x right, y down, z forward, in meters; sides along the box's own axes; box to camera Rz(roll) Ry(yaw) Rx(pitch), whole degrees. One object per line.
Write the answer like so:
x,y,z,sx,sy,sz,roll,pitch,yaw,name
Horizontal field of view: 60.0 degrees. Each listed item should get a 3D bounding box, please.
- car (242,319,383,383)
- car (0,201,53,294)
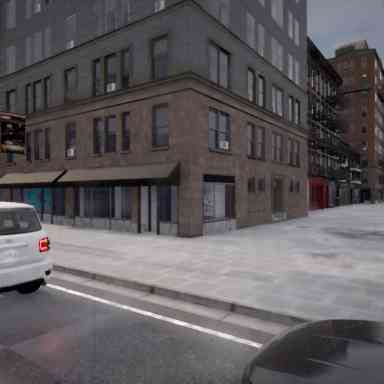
2.605,1.505,1.829,4.892,1.490,1.837,0,0,36,car
-5.465,1.222,7.574,5.566,2.045,2.150,0,0,36,car
